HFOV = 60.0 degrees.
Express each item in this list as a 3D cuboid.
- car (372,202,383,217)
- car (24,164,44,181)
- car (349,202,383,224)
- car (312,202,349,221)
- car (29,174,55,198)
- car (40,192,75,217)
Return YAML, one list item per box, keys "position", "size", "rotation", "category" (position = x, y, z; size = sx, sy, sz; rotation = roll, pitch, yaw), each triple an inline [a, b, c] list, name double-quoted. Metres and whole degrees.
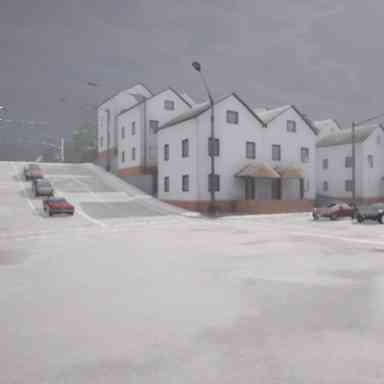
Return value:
- position: [19.918, 1.652, 32.609]
  size: [4.718, 1.301, 1.895]
  rotation: [0, 0, -31]
  category: "car"
- position: [-20.494, -2.621, 43.172]
  size: [2.097, 1.767, 4.553]
  rotation: [0, 13, -31]
  category: "car"
- position: [14.454, 1.549, 25.207]
  size: [4.892, 1.490, 1.837]
  rotation: [0, 0, -31]
  category: "car"
- position: [12.138, 1.593, 27.899]
  size: [4.674, 1.442, 1.812]
  rotation: [0, 0, -32]
  category: "car"
- position: [-16.105, -0.495, 36.019]
  size: [1.837, 1.490, 4.892]
  rotation: [0, 13, -32]
  category: "car"
- position: [-11.356, 1.150, 28.313]
  size: [1.895, 1.301, 4.718]
  rotation: [0, 6, -32]
  category: "car"
